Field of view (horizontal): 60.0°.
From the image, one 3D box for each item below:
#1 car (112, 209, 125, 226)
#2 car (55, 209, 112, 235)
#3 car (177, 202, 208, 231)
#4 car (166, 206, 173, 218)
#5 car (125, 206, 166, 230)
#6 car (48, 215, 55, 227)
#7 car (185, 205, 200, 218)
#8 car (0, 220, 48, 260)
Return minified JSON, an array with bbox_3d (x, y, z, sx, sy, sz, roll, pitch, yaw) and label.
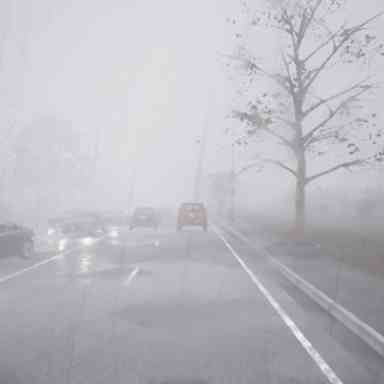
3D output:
[{"bbox_3d":[-6.993,2.233,29.534,1.994,1.385,4.181,0,-1,0],"label":"car"},{"bbox_3d":[-7.046,1.987,22.157,1.837,1.490,4.892,0,-2,0],"label":"car"},{"bbox_3d":[0.022,1.770,25.019,2.150,2.045,5.566,0,-1,0],"label":"car"},{"bbox_3d":[-3.421,2.494,42.157,2.033,1.411,5.357,0,-1,0],"label":"car"},{"bbox_3d":[-3.471,1.918,25.851,2.097,1.767,4.553,0,-1,0],"label":"car"},{"bbox_3d":[-10.503,2.182,28.712,2.033,1.411,5.357,0,-1,0],"label":"car"},{"bbox_3d":[0.084,2.443,42.999,1.882,1.535,5.008,0,-1,0],"label":"car"},{"bbox_3d":[-7.079,1.717,11.137,2.128,1.511,4.902,0,-1,0],"label":"car"}]
